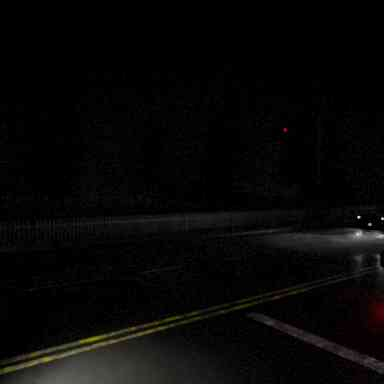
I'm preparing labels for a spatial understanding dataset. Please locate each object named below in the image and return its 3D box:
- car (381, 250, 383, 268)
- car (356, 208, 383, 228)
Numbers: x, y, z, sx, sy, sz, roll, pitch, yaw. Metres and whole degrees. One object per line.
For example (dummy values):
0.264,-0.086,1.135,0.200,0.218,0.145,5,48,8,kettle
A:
7.021,1.641,8.758,4.718,1.301,1.895,0,0,-35,car
12.682,1.685,21.636,4.718,1.301,1.895,0,0,-35,car
